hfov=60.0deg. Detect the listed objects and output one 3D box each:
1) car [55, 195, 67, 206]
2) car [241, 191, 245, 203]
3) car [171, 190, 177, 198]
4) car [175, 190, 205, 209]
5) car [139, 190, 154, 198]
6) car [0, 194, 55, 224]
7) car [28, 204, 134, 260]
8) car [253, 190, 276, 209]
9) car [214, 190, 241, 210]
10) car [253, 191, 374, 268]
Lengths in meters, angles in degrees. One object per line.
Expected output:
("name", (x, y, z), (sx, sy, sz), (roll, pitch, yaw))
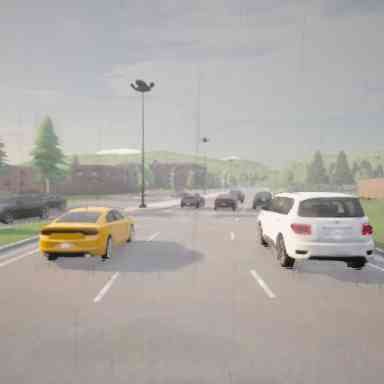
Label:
("car", (-12.860, 0.968, 28.988), (2.128, 1.511, 4.902), (0, 1, 12))
("car", (6.009, 0.482, 45.198), (2.097, 1.767, 4.553), (0, 1, 12))
("car", (-2.515, 0.332, 61.438), (2.128, 1.511, 4.902), (0, 1, 12))
("car", (0.120, 0.851, 33.715), (2.128, 1.511, 4.902), (0, 1, 11))
("car", (-8.820, 0.286, 65.394), (1.812, 1.442, 4.674), (0, 1, 12))
("car", (-11.242, 0.976, 20.966), (2.097, 1.767, 4.553), (0, 1, 15))
("car", (-3.363, 1.263, 11.570), (1.882, 1.535, 5.008), (0, 1, 2))
("car", (7.206, 0.702, 33.450), (2.097, 1.767, 4.553), (0, 1, 11))
("car", (3.277, 0.870, 31.677), (1.882, 1.535, 5.008), (0, 1, 11))
("car", (3.547, 1.011, 10.579), (2.150, 2.045, 5.566), (0, 1, 2))
